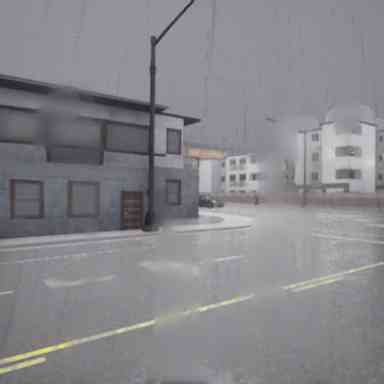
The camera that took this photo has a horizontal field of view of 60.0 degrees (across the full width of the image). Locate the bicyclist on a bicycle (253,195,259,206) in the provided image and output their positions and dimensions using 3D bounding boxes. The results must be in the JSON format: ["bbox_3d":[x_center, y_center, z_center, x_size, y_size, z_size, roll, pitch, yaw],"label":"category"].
[{"bbox_3d":[9.223,1.187,48.010,0.582,1.620,1.656,2,0,44],"label":"bicyclist on a bicycle"}]

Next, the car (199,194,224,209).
[{"bbox_3d":[1.679,1.067,39.666,4.553,1.767,2.097,2,1,43],"label":"car"}]
